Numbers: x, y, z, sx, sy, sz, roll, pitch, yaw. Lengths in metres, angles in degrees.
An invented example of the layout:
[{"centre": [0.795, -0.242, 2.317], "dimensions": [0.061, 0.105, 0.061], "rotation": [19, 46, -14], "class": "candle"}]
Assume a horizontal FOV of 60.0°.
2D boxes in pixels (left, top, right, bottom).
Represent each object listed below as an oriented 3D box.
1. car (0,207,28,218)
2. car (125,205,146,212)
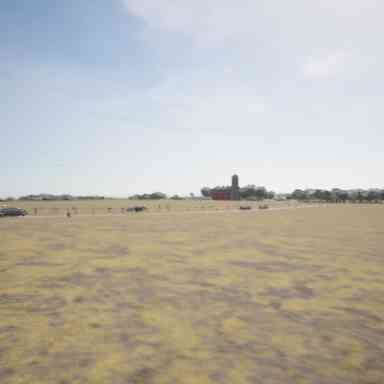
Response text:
[{"centre": [-24.491, 2.709, 44.882], "dimensions": [1.994, 1.385, 4.181], "rotation": [-2, -3, 35], "class": "car"}, {"centre": [-11.498, 3.373, 68.137], "dimensions": [2.128, 1.511, 4.902], "rotation": [-2, -3, 35], "class": "car"}]
